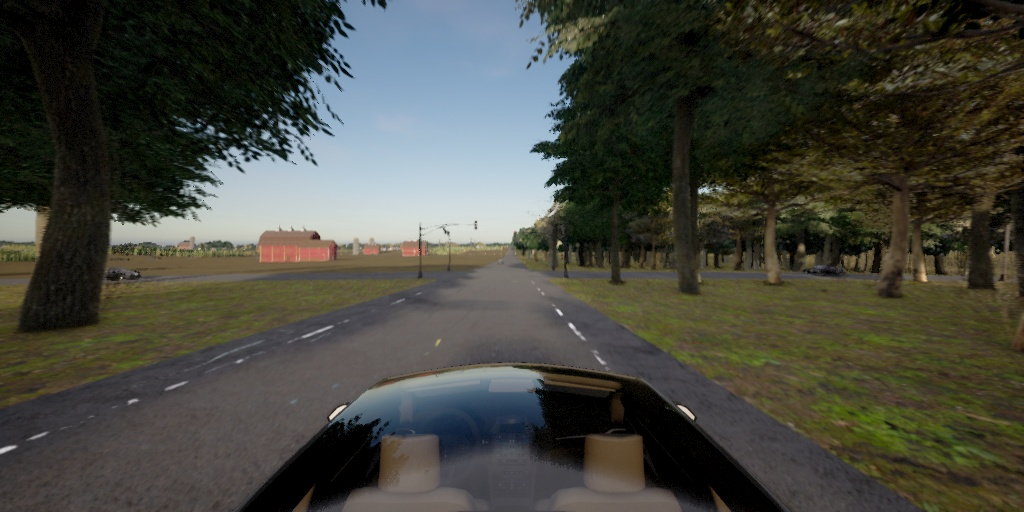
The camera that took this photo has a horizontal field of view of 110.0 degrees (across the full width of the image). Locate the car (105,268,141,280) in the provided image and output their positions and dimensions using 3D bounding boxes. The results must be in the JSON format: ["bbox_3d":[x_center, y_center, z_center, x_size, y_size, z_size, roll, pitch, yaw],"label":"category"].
[{"bbox_3d":[-48.020,2.171,43.425,4.902,1.511,2.128,-1,2,-2],"label":"car"}]
